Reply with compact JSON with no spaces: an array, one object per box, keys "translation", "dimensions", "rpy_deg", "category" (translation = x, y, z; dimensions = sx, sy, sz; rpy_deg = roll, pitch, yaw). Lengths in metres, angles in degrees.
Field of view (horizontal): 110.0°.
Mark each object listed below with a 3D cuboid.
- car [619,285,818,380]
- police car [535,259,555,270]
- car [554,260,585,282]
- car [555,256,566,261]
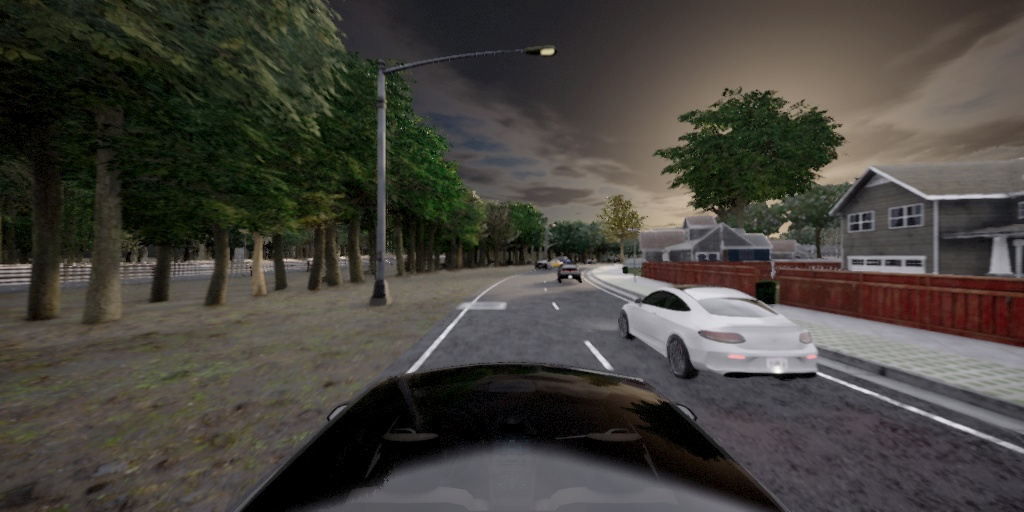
[{"translation":[3.603,1.294,7.172],"dimensions":[1.812,1.442,4.674],"rpy_deg":[0,0,0],"category":"car"},{"translation":[4.823,1.287,54.830],"dimensions":[1.930,1.638,5.238],"rpy_deg":[0,0,16],"category":"police car"},{"translation":[4.674,1.340,29.654],"dimensions":[1.837,1.490,4.892],"rpy_deg":[0,0,6],"category":"car"},{"translation":[7.865,1.311,64.392],"dimensions":[1.801,1.575,5.366],"rpy_deg":[0,0,19],"category":"car"}]
